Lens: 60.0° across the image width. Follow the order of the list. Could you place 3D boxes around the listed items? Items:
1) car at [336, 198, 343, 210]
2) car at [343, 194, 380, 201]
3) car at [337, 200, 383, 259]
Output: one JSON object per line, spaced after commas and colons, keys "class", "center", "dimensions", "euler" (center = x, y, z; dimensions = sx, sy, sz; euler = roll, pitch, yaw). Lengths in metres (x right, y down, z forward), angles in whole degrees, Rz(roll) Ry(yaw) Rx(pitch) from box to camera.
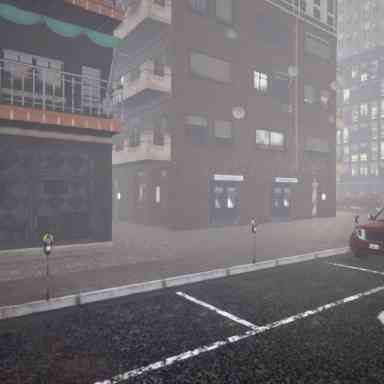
{"class": "car", "center": [12.752, 1.333, 34.202], "dimensions": [1.802, 1.307, 4.206], "euler": [1, 0, -36]}
{"class": "car", "center": [19.367, 1.112, 38.952], "dimensions": [2.192, 1.841, 5.009], "euler": [1, 0, -36]}
{"class": "car", "center": [7.506, 1.318, 11.424], "dimensions": [5.009, 1.841, 2.192], "euler": [0, 0, -35]}
